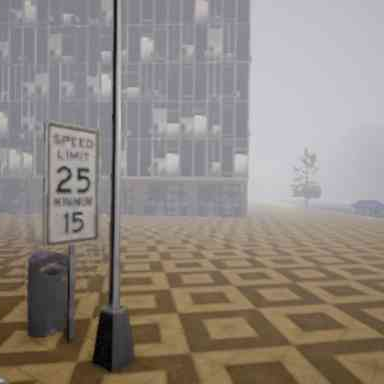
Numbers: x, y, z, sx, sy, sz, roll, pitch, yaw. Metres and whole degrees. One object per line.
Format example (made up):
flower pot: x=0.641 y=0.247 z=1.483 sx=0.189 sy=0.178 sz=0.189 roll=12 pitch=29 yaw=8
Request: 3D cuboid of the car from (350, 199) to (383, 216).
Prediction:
car: x=16.687 y=1.412 z=31.279 sx=1.882 sy=1.535 sz=5.008 roll=1 pitch=0 yaw=4
